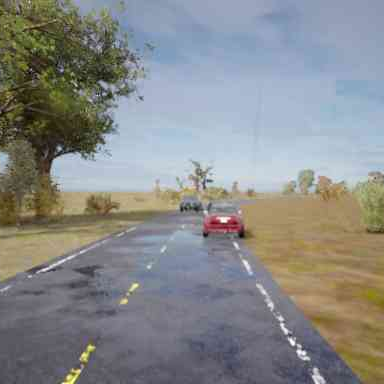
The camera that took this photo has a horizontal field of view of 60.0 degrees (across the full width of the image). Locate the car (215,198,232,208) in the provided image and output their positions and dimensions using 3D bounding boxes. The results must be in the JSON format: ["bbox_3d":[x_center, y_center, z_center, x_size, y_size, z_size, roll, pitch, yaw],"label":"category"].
[{"bbox_3d":[5.128,1.745,53.436,2.033,1.411,5.357,0,0,12],"label":"car"}]

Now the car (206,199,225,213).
[{"bbox_3d":[2.914,1.658,39.782,1.837,1.490,4.892,0,0,9],"label":"car"}]

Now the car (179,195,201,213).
[{"bbox_3d":[-0.080,1.372,40.447,2.150,2.045,5.566,0,0,8],"label":"car"}]

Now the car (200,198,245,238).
[{"bbox_3d":[1.692,1.426,18.421,2.097,1.767,4.553,0,0,4],"label":"car"}]
